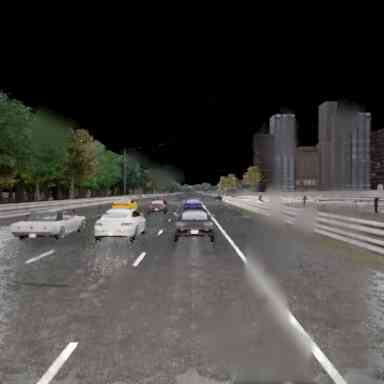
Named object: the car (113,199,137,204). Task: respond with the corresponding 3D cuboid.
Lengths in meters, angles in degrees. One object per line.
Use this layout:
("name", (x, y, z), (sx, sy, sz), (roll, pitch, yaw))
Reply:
("car", (-6.891, 1.419, 34.438), (1.882, 1.535, 5.008), (0, 0, 0))

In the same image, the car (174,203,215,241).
("car", (0.119, 1.508, 16.344), (1.812, 1.442, 4.674), (0, 0, 0))

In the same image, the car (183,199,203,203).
("car", (0.110, 1.418, 34.465), (1.882, 1.535, 5.008), (0, 0, 0))

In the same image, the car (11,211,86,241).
("car", (-6.897, 1.583, 16.614), (1.895, 1.301, 4.718), (0, 0, 0))

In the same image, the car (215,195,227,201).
("car", (7.008, 1.309, 79.655), (2.033, 1.411, 5.357), (0, 0, -9))

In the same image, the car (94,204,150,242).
("car", (-3.395, 1.508, 16.256), (1.812, 1.442, 4.674), (0, 0, 0))

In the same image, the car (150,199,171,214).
("car", (-3.391, 1.468, 34.117), (1.812, 1.442, 4.674), (0, 0, 0))
